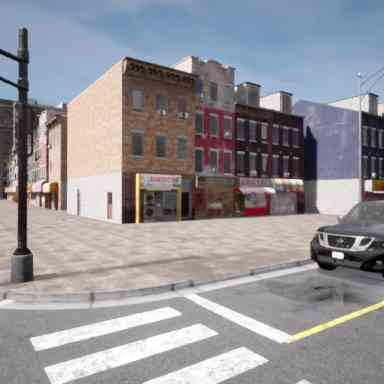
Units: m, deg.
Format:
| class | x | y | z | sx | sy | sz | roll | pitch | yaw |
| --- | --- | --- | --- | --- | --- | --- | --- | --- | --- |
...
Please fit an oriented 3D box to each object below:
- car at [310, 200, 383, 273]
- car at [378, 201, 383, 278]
| class | x | y | z | sx | sy | sz | roll | pitch | yaw |
| --- | --- | --- | --- | --- | --- | --- | --- | --- | --- |
| car | 5.960 | 1.266 | 10.022 | 5.566 | 2.045 | 2.150 | 0 | -1 | -35 |
| car | 6.361 | 1.243 | 6.819 | 5.566 | 2.045 | 2.150 | 0 | 0 | -35 |
